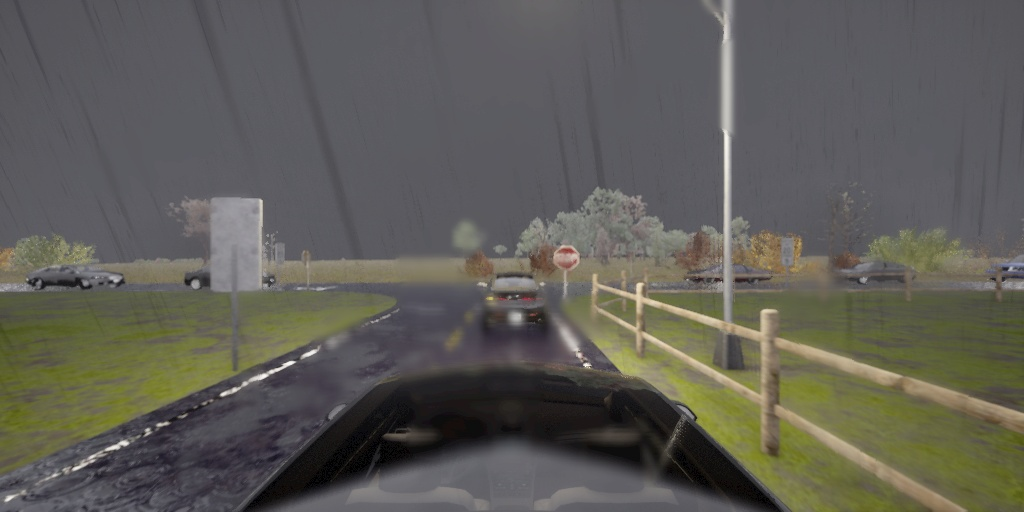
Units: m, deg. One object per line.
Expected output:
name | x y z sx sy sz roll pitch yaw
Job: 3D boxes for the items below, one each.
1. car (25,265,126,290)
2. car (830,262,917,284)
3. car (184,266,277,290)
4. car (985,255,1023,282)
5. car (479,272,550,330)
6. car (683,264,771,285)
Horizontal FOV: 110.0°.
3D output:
car | -27.085 1.293 22.375 4.902 1.511 2.128 0 0 1
car | 25.015 1.169 24.902 4.892 1.490 1.837 0 0 1
car | -17.397 1.251 22.291 5.008 1.535 1.882 0 0 1
car | 36.547 0.872 24.793 5.566 2.045 2.150 0 0 1
car | 0.034 1.246 11.179 1.837 1.490 4.892 0 0 -2
car | 14.903 1.233 24.989 5.357 1.411 2.033 0 0 0
